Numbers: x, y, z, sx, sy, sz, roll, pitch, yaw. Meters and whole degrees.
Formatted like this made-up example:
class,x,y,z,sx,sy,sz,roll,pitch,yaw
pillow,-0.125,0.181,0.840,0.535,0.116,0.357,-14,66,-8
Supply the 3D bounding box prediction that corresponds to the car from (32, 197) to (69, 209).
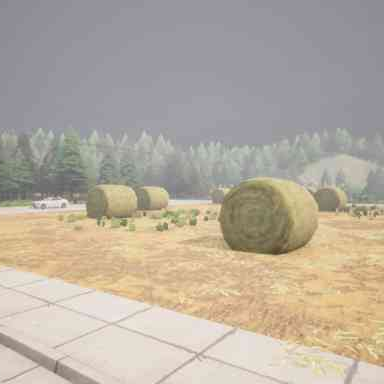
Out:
class,x,y,z,sx,sy,sz,roll,pitch,yaw
car,-18.418,1.410,43.468,1.812,1.442,4.674,0,0,36
